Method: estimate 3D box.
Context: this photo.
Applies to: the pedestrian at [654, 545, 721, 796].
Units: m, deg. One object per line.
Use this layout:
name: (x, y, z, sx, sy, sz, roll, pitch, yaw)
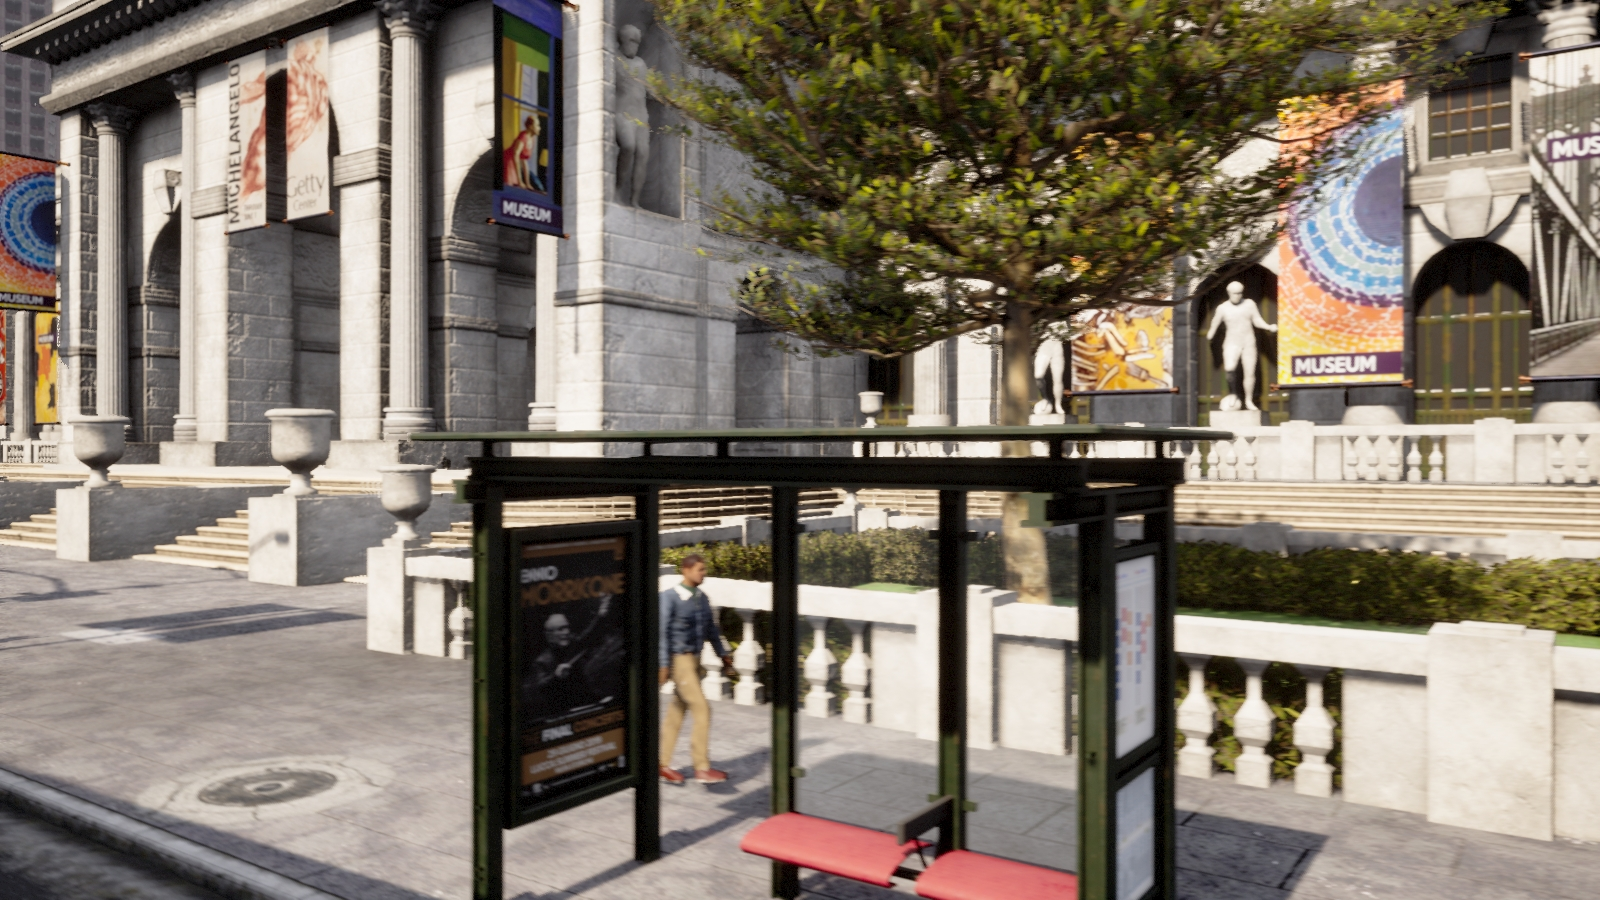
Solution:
pedestrian: (-0.879, 1.696, 8.932, 0.375, 1.860, 0.375, 0, 0, 31)
